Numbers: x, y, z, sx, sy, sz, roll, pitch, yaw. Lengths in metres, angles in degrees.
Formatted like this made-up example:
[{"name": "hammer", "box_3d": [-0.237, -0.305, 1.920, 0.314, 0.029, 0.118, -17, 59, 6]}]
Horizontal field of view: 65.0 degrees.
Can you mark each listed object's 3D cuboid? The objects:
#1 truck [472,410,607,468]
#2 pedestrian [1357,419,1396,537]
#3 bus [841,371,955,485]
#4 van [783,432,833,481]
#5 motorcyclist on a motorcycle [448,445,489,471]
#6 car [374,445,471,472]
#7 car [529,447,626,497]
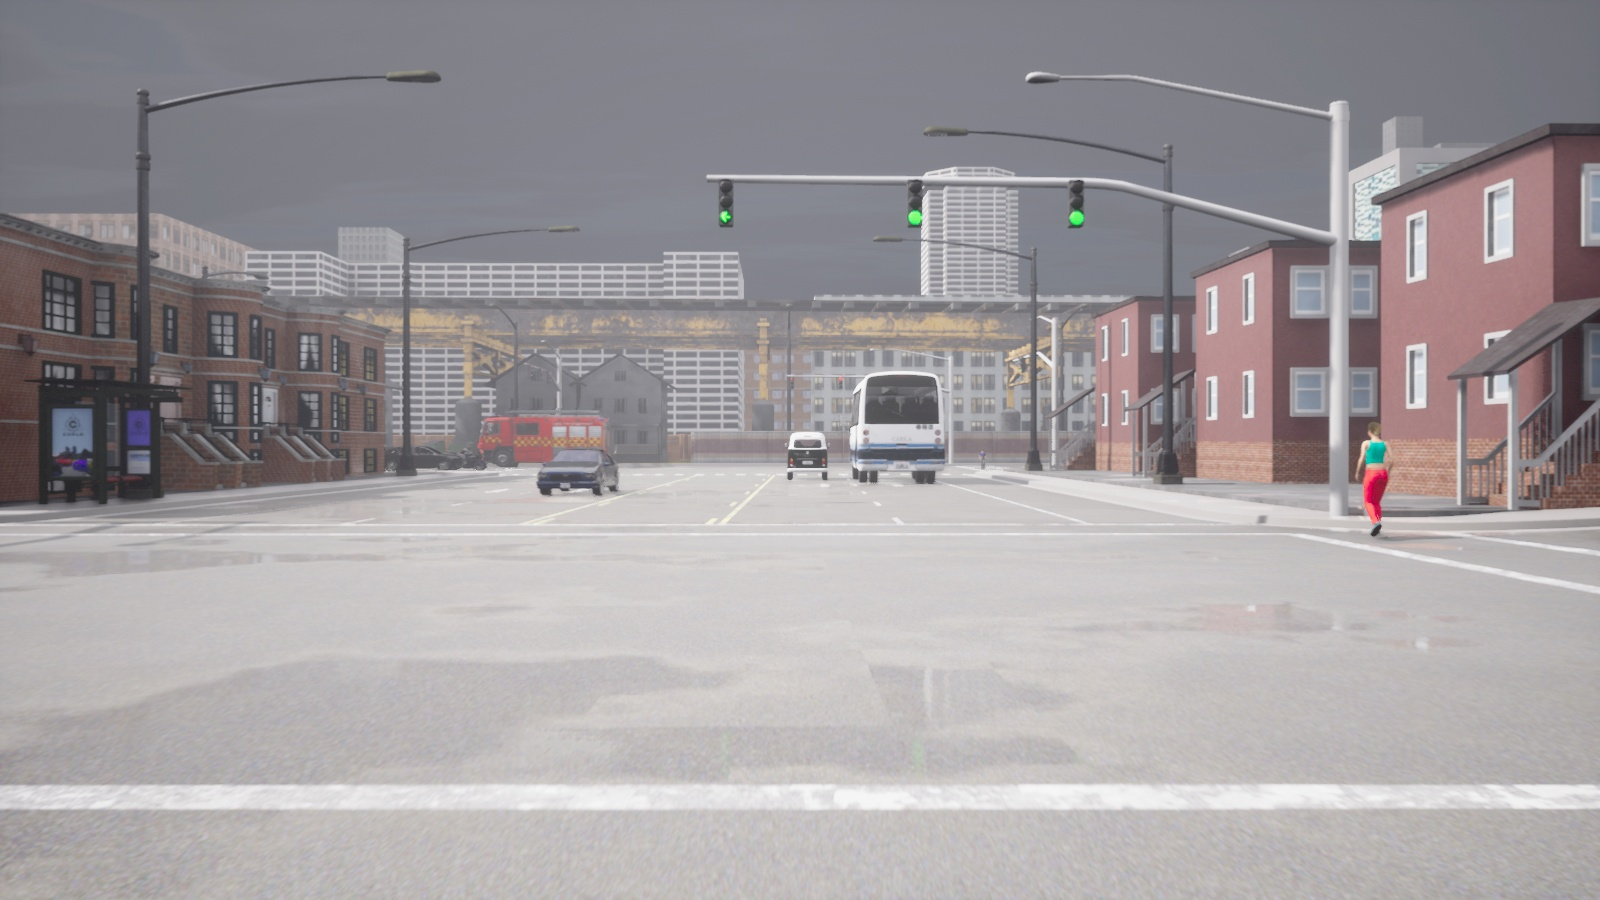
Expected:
[{"name": "truck", "box_3d": [-17.478, -0.763, 84.532, 8.468, 3.827, 2.891, 0, 0, 0]}, {"name": "pedestrian", "box_3d": [9.118, 0.431, 19.874, 0.345, 1.836, 0.594, 0, 0, 1]}, {"name": "bus", "box_3d": [3.816, -0.830, 51.876, 3.944, 4.253, 10.273, 0, 0, 0]}, {"name": "van", "box_3d": [0.329, 0.258, 54.233, 2.069, 2.038, 4.480, 0, 0, 0]}, {"name": "motorcyclist on a motorcycle", "box_3d": [-19.533, 0.476, 74.049, 2.191, 1.530, 0.866, 0, 0, 0]}, {"name": "car", "box_3d": [-21.171, 0.458, 70.560, 4.892, 1.490, 1.837, 0, 0, 0]}, {"name": "car", "box_3d": [-6.761, 0.636, 38.758, 2.033, 1.411, 5.357, 0, 0, 0]}]
